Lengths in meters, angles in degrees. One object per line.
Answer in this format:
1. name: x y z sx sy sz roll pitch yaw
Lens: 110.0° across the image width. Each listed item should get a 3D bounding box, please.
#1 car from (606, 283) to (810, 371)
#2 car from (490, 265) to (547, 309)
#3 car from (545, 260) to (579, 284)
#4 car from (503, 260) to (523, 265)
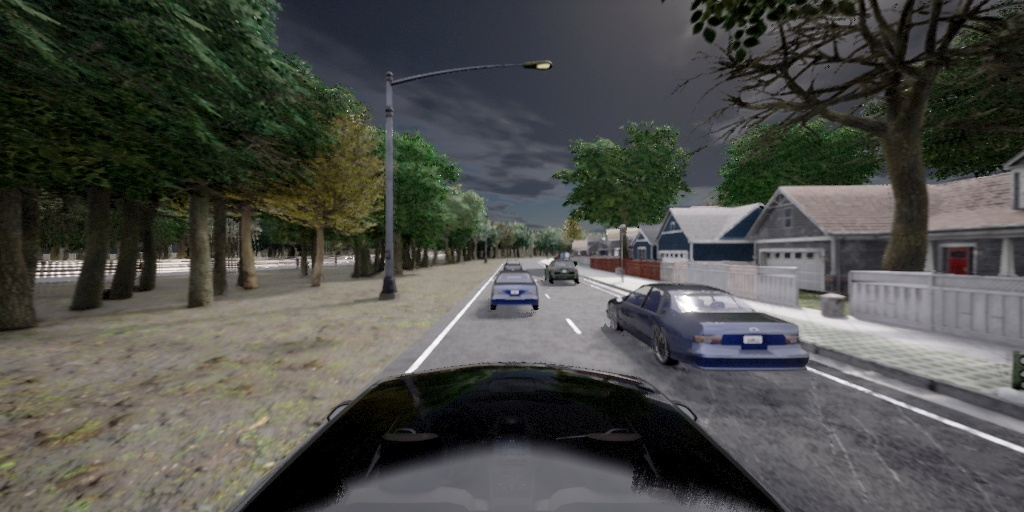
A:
1. car: 3.595 1.297 7.866 2.033 1.411 5.357 0 0 0
2. car: 0.094 1.285 14.792 2.033 1.411 5.357 0 0 0
3. car: 3.590 1.044 26.648 2.097 1.767 4.553 0 0 0
4. car: 0.086 1.130 36.313 2.128 1.511 4.902 0 0 0
